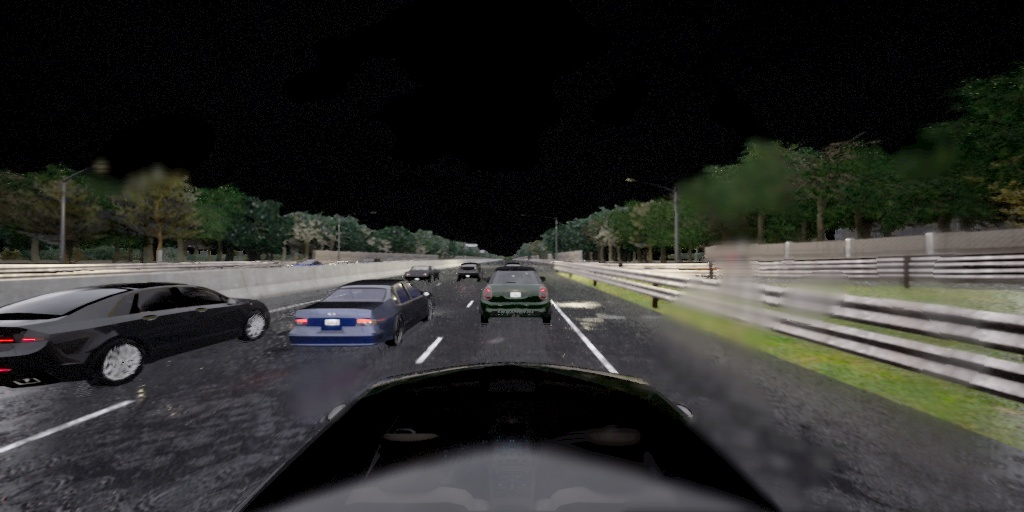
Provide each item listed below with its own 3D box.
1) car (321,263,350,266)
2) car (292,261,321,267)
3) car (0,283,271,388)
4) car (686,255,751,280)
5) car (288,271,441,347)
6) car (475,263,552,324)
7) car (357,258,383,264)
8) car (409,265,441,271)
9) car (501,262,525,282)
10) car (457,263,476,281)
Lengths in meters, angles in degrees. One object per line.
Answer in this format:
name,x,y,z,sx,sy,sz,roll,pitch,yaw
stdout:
car,-21.001,1.469,44.009,1.895,1.301,4.718,0,0,0
car,-24.507,1.314,43.428,1.882,1.535,5.008,0,-1,0
car,-6.900,1.258,6.907,1.837,1.490,4.892,0,0,0
car,18.085,0.996,31.654,2.150,2.045,5.566,0,-2,-20
car,-3.400,1.303,9.288,2.033,1.411,5.357,0,0,0
car,0.100,1.110,12.193,2.097,1.767,4.553,0,0,0
car,-17.501,0.999,44.073,2.097,1.767,4.553,0,0,0
car,-6.900,1.387,28.267,1.895,1.301,4.718,0,0,0
car,0.100,1.296,30.118,1.837,1.490,4.892,0,0,0
car,-3.400,1.295,30.010,1.837,1.490,4.892,0,0,0
